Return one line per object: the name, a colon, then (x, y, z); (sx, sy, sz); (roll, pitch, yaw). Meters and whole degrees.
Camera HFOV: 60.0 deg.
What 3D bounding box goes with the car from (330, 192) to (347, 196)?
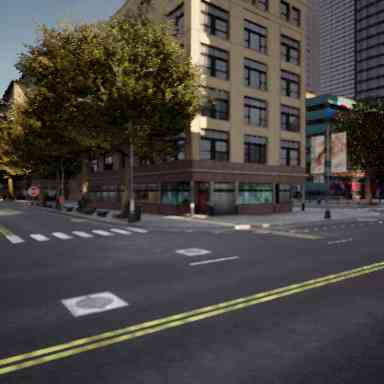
car: (36.872, 1.265, 86.723); (2.002, 1.452, 4.674); (0, 0, -36)
